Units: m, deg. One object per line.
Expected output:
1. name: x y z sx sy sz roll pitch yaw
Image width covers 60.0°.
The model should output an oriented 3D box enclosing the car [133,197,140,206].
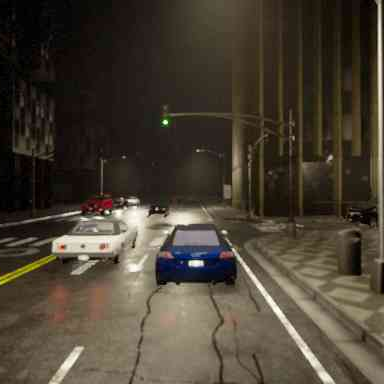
1. car: -9.795 1.571 55.216 1.812 1.442 4.674 0 0 0

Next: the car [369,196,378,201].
1. car: 13.565 1.200 22.973 5.566 2.045 2.150 0 -1 2

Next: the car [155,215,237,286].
1. car: 0.099 1.584 9.491 1.994 1.385 4.181 0 0 0

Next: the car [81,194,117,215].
1. car: -9.855 1.270 35.099 2.150 2.045 5.566 0 0 0

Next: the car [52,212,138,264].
1. car: -3.152 1.626 11.907 1.895 1.301 4.718 0 0 0

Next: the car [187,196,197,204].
1. car: -0.004 1.591 65.713 2.033 1.411 5.357 0 0 0

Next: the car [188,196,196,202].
1. car: -0.011 1.603 78.617 1.895 1.301 4.718 0 0 0

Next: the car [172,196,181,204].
1. car: -3.250 1.549 66.446 1.837 1.490 4.892 0 0 0

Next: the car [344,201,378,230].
1. car: 11.879 1.446 19.865 4.902 1.511 2.128 0 -1 0

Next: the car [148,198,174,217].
1. car: -3.154 1.596 32.364 2.033 1.411 5.357 0 0 0

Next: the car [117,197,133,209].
1. car: -9.846 1.540 45.172 2.128 1.511 4.902 0 0 0
